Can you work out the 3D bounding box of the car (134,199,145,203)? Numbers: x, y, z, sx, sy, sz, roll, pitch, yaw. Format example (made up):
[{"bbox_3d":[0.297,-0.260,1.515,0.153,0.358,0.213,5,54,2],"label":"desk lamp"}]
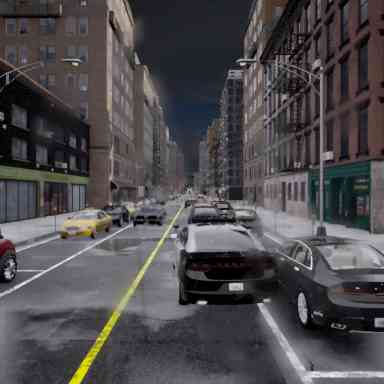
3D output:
[{"bbox_3d":[-5.427,1.523,28.209,1.752,1.417,4.829,0,0,0],"label":"car"}]

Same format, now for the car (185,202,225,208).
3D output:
[{"bbox_3d":[0.691,1.503,18.258,1.837,1.490,4.892,0,0,0],"label":"car"}]

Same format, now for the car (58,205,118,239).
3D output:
[{"bbox_3d":[-5.411,1.524,17.384,1.752,1.417,4.829,0,0,0],"label":"car"}]

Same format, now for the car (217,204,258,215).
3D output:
[{"bbox_3d":[2.614,1.549,17.556,2.008,1.369,4.403,0,0,0],"label":"car"}]

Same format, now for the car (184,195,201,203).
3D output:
[{"bbox_3d":[-0.045,1.494,45.736,1.837,1.490,4.892,0,0,1],"label":"car"}]

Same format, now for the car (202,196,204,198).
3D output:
[{"bbox_3d":[2.574,1.515,44.790,1.752,1.417,4.829,0,0,0],"label":"car"}]

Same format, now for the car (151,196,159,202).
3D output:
[{"bbox_3d":[-5.443,1.544,39.205,2.008,1.369,4.403,0,0,0],"label":"car"}]

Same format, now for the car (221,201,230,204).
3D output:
[{"bbox_3d":[2.598,1.563,28.381,1.947,1.339,4.313,0,0,0],"label":"car"}]

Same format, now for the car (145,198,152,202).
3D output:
[{"bbox_3d":[-5.435,1.578,33.792,1.802,1.307,4.206,0,0,0],"label":"car"}]

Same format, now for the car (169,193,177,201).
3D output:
[{"bbox_3d":[-5.504,1.513,81.906,2.008,1.369,4.403,0,0,0],"label":"car"}]

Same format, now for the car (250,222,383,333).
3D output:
[{"bbox_3d":[2.629,1.550,6.731,2.008,1.369,4.403,0,0,0],"label":"car"}]

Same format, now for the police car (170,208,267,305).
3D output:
[{"bbox_3d":[0.512,1.424,8.289,1.930,1.638,5.238,0,0,-6],"label":"police car"}]

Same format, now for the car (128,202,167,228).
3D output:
[{"bbox_3d":[-2.778,1.599,22.444,1.895,1.301,4.718,0,0,0],"label":"car"}]

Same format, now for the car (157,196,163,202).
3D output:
[{"bbox_3d":[-5.450,1.541,44.618,2.008,1.369,4.403,0,0,0],"label":"car"}]

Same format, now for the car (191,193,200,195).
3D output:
[{"bbox_3d":[-0.084,1.457,58.800,1.882,1.535,5.008,0,0,0],"label":"car"}]

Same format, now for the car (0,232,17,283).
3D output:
[{"bbox_3d":[-5.396,1.440,6.728,1.967,1.590,4.097,0,0,0],"label":"car"}]

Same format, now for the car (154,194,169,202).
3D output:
[{"bbox_3d":[-5.466,1.297,55.443,2.192,1.841,5.009,0,0,0],"label":"car"}]

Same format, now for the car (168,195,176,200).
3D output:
[{"bbox_3d":[-5.520,1.477,92.644,1.752,1.417,4.829,0,0,0],"label":"car"}]

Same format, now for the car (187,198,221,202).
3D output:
[{"bbox_3d":[0.792,1.476,24.257,1.882,1.535,5.008,0,0,0],"label":"car"}]

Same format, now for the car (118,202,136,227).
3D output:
[{"bbox_3d":[-5.419,1.564,22.966,1.947,1.339,4.313,0,0,0],"label":"car"}]

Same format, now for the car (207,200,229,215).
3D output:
[{"bbox_3d":[2.590,1.562,33.794,1.947,1.339,4.313,0,0,0],"label":"car"}]
